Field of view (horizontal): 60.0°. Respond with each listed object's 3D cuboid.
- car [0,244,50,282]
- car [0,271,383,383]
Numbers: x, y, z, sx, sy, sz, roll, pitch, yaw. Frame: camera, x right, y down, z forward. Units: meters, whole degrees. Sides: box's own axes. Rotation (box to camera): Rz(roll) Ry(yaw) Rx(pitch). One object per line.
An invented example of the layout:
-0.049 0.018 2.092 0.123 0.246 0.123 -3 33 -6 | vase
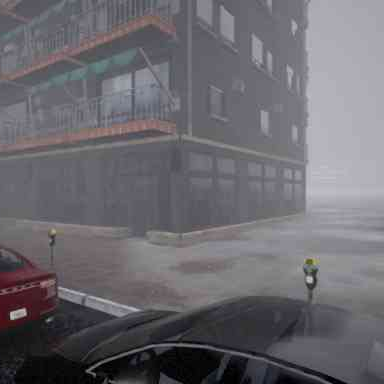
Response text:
-4.205 1.545 5.876 4.507 1.381 1.887 0 0 36 | car
0.383 1.566 2.602 4.313 1.339 1.947 0 0 36 | car
